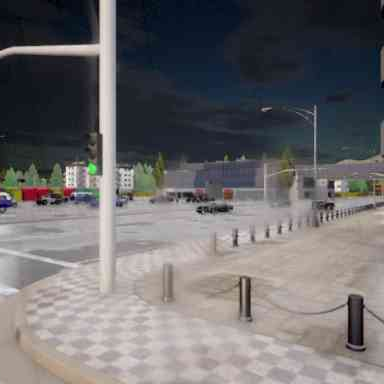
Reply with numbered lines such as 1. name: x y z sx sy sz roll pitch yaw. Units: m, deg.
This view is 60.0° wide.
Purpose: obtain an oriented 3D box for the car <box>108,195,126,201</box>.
1. car: -17.771 1.390 79.232 1.970 1.475 3.806 0 0 36

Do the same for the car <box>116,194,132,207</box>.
1. car: -12.125 1.410 53.447 1.970 1.475 3.806 0 0 36

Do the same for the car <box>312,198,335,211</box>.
1. car: 16.310 1.549 41.170 1.837 1.490 4.892 0 0 36

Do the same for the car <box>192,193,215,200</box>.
1. car: 2.695 1.173 64.167 1.932 1.855 4.605 0 0 36

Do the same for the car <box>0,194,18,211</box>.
1. car: -25.713 1.404 44.689 1.970 1.475 3.806 0 0 36

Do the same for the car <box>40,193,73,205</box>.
1. car: -25.798 1.151 63.376 1.932 1.855 4.605 0 0 36

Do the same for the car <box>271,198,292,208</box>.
1. car: 13.118 1.570 48.675 2.128 1.511 4.902 0 0 36

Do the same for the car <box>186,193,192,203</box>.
1. car: 0.395 1.173 65.924 1.905 1.878 3.866 0 0 36

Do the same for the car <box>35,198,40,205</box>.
1. car: -28.094 1.358 65.142 1.784 1.438 3.905 0 0 36

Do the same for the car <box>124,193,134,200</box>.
1. car: -15.444 1.154 77.510 1.905 1.878 3.866 0 0 36

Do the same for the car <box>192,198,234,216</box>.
1. car: 2.350 1.638 34.066 1.895 1.301 4.718 0 0 36
